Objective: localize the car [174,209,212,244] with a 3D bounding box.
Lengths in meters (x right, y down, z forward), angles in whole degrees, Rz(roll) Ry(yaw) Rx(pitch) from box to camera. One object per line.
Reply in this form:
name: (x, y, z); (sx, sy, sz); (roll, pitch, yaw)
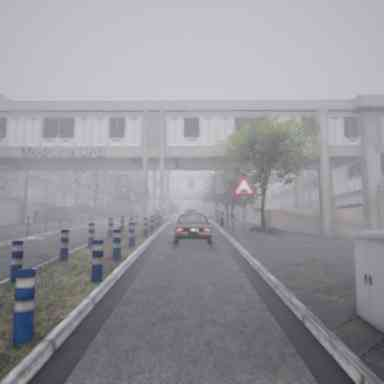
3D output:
car: (0.043, 1.789, 17.194); (2.033, 1.411, 5.357); (0, -1, 0)
